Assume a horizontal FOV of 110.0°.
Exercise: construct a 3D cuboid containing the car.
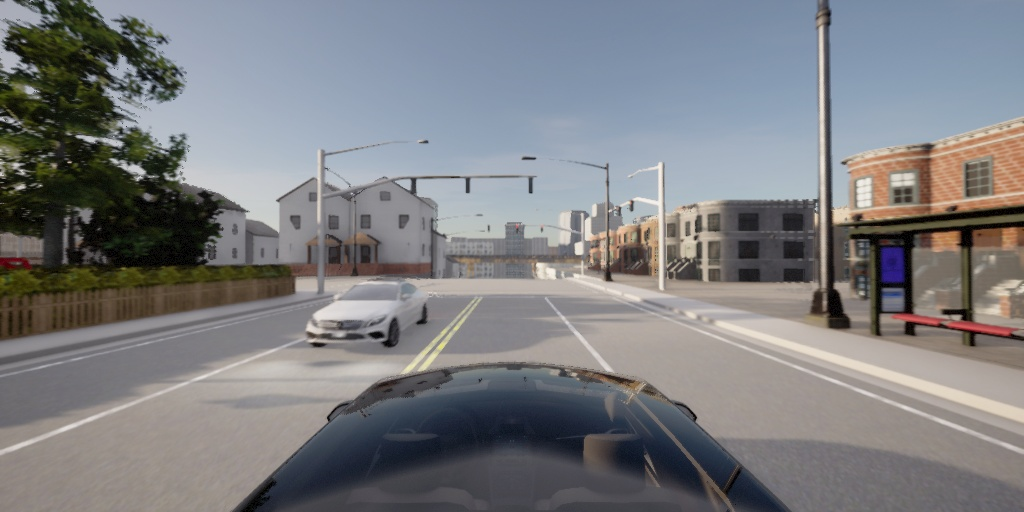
[{"bbox_3d":[-3.568,1.382,9.743,1.812,1.442,4.674,0,-1,0],"label":"car"}]
